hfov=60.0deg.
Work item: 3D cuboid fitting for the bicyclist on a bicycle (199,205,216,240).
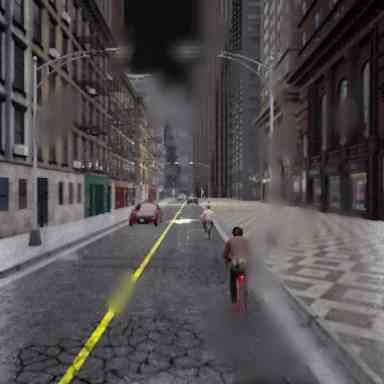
[{"bbox_3d":[0.790,1.439,16.046,0.866,1.612,1.509,0,0,0],"label":"bicyclist on a bicycle"}]

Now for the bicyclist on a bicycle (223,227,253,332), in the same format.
[{"bbox_3d":[0.828,1.454,5.876,0.582,1.620,1.656,0,0,0],"label":"bicyclist on a bicycle"}]

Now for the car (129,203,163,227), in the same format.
[{"bbox_3d":[-3.095,1.484,23.016,1.882,1.535,5.008,0,0,0],"label":"car"}]

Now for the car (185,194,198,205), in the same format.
[{"bbox_3d":[0.115,1.582,61.245,1.837,1.490,4.892,0,0,0],"label":"car"}]
